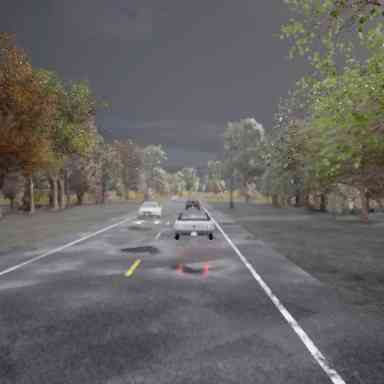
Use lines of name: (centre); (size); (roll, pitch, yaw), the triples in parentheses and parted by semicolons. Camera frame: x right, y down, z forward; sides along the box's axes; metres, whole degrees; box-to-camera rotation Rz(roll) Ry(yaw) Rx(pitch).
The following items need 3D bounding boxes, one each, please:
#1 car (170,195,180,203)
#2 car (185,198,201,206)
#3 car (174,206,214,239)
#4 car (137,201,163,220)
car: (-3.514, 1.457, 70.230); (1.812, 1.442, 4.674); (0, 0, 0)
car: (0.090, 1.585, 44.910); (1.837, 1.490, 4.892); (0, 0, 0)
car: (0.095, 1.634, 17.483); (1.895, 1.301, 4.718); (0, 0, 0)
car: (-3.595, 1.564, 29.059); (1.812, 1.442, 4.674); (0, 0, 0)
